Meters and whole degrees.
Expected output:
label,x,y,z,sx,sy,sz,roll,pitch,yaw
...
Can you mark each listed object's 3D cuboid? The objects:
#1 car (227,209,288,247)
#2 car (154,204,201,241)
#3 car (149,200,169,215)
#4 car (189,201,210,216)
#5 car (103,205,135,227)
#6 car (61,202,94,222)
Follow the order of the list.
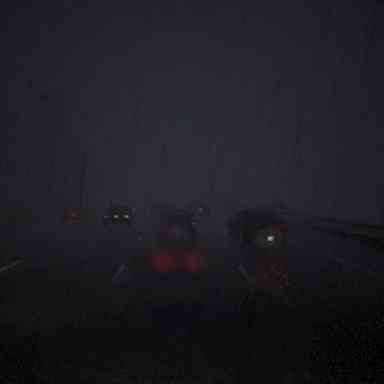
label,x,y,z,sx,sy,sz,roll,pitch,yaw
car,2.822,1.530,15.206,1.837,1.490,4.892,0,0,-4
car,-0.846,1.560,16.903,1.812,1.442,4.674,0,0,-5
car,-3.410,1.550,34.864,1.882,1.535,5.008,0,0,-11
car,0.449,1.628,33.191,1.994,1.385,4.181,0,0,-10
car,-5.087,1.601,23.373,2.033,1.411,5.357,0,0,-8
car,-9.140,1.544,26.914,1.882,1.535,5.008,0,0,-9
